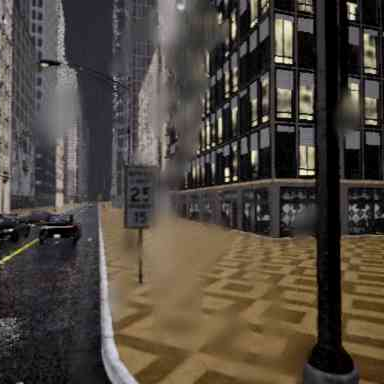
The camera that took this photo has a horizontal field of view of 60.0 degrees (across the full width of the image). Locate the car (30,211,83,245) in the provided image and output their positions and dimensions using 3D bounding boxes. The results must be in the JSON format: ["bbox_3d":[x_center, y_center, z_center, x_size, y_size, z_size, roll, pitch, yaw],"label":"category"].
[{"bbox_3d":[-7.209,1.983,18.472,2.128,1.511,4.902,0,-2,-16],"label":"car"}]

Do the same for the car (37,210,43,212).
[{"bbox_3d":[-13.429,2.327,29.102,2.033,1.411,5.357,0,-2,-16],"label":"car"}]

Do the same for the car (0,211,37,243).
[{"bbox_3d":[-10.518,1.992,18.796,2.128,1.511,4.902,0,-2,-15],"label":"car"}]

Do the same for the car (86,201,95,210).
[{"bbox_3d":[-26.603,3.872,87.075,2.128,1.511,4.902,0,-2,-16],"label":"car"}]
